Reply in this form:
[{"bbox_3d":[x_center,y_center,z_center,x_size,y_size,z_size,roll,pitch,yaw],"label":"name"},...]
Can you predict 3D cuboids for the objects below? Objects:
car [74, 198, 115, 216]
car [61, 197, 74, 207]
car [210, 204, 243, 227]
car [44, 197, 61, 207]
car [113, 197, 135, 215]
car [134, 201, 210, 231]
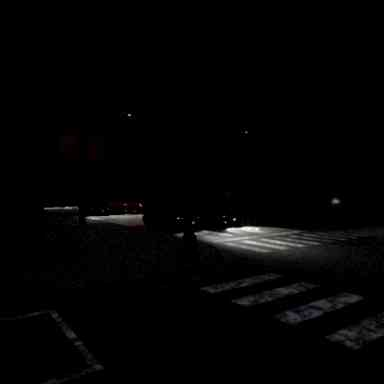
[{"bbox_3d":[-9.491,1.449,32.033,1.837,1.490,4.892,0,2,-35],"label":"car"},{"bbox_3d":[-18.527,1.443,50.335,1.812,1.442,4.674,0,0,-36],"label":"car"},{"bbox_3d":[1.476,1.528,22.327,1.994,1.385,4.181,0,0,-36],"label":"car"},{"bbox_3d":[-21.250,1.469,48.559,2.033,1.411,5.357,0,0,-36],"label":"car"},{"bbox_3d":[-6.820,1.293,33.880,2.097,1.767,4.553,0,0,-36],"label":"car"},{"bbox_3d":[-1.377,1.461,20.730,2.128,1.511,4.902,0,0,-36],"label":"car"}]
